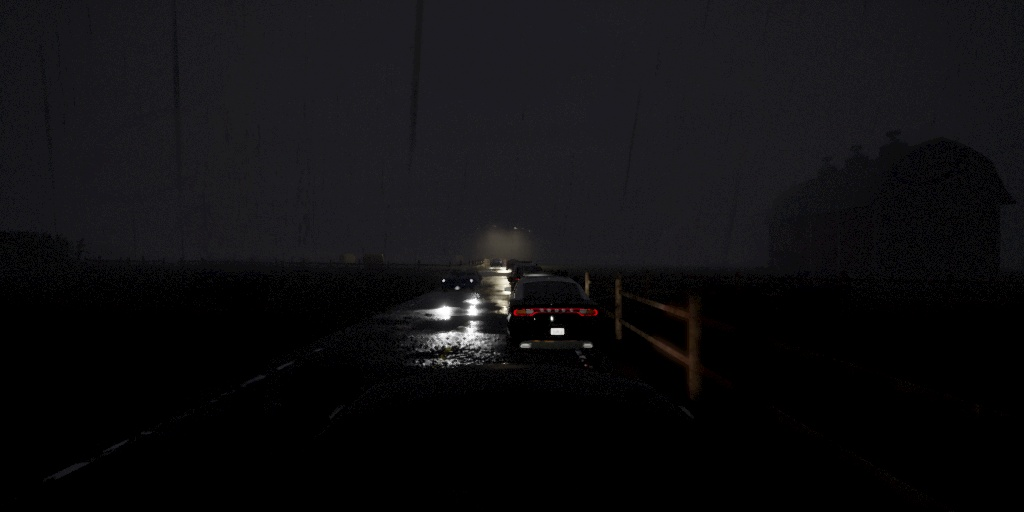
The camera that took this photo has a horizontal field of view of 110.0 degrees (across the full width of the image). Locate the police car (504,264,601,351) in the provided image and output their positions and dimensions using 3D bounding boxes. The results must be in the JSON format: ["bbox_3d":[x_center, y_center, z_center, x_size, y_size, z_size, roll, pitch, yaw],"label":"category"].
[{"bbox_3d":[0.838,1.174,9.140,1.930,1.638,5.238,0,0,0],"label":"police car"}]

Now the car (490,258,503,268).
[{"bbox_3d":[-2.676,1.090,62.145,2.097,1.767,4.553,0,0,0],"label":"car"}]

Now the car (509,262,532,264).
[{"bbox_3d":[0.862,1.253,19.030,1.837,1.490,4.892,0,0,0],"label":"car"}]

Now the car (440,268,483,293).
[{"bbox_3d":[-2.807,1.349,20.665,1.895,1.301,4.718,0,0,0],"label":"car"}]

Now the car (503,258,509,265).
[{"bbox_3d":[0.171,1.220,49.512,1.882,1.535,5.008,0,0,0],"label":"car"}]

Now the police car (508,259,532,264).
[{"bbox_3d":[0.878,1.173,25.140,1.930,1.638,5.238,0,0,0],"label":"police car"}]
